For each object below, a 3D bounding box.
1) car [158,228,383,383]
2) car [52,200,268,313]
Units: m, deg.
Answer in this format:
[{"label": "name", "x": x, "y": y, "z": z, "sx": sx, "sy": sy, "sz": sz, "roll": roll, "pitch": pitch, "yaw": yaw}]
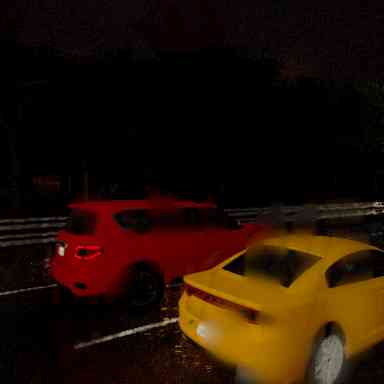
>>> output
[{"label": "car", "x": 2.154, "y": 1.456, "z": 5.297, "sx": 5.008, "sy": 1.535, "sz": 1.882, "roll": 0, "pitch": 0, "yaw": -36}, {"label": "car", "x": -0.288, "y": 1.203, "z": 7.851, "sx": 5.566, "sy": 2.045, "sz": 2.150, "roll": 0, "pitch": 0, "yaw": -36}]
